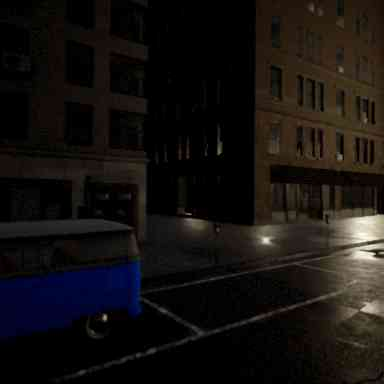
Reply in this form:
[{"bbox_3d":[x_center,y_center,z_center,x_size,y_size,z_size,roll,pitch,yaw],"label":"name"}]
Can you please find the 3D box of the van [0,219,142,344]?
[{"bbox_3d":[-2.709,1.341,4.821,3.998,1.788,1.690,0,1,-35],"label":"van"}]
